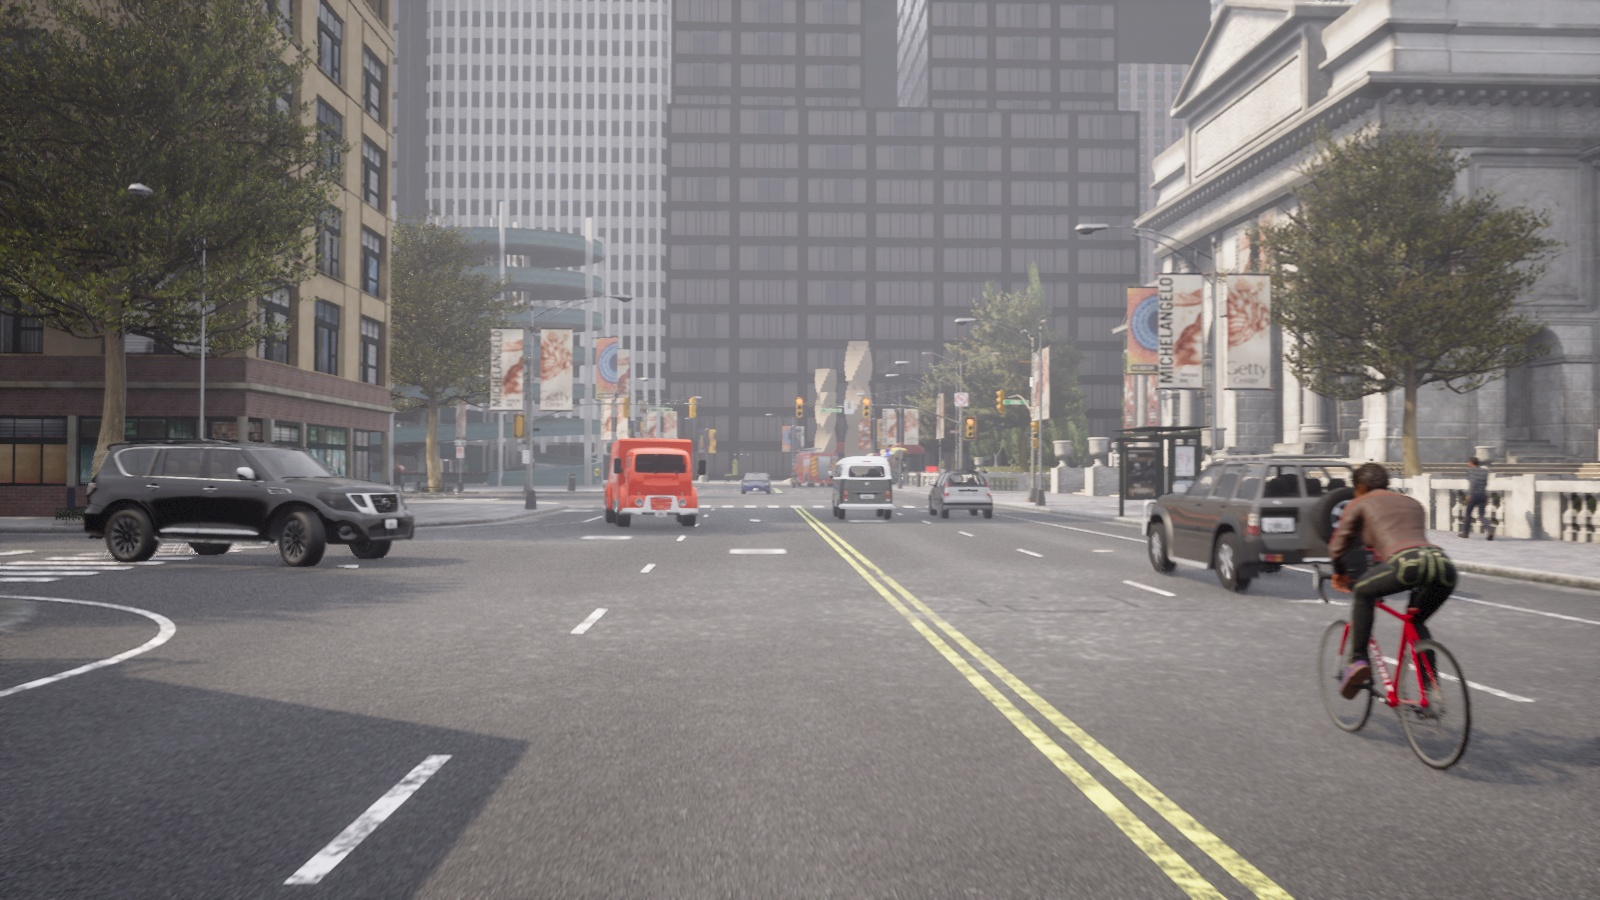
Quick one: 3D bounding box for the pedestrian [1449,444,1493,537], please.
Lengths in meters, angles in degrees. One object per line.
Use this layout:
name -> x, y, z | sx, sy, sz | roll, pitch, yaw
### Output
pedestrian -> 14.203, 0.850, 26.603 | 0.423, 1.949, 0.788 | 0, -1, -7

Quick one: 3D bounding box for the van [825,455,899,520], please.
van -> 2.016, 1.233, 42.000 | 2.069, 2.038, 4.480 | 0, -1, -2

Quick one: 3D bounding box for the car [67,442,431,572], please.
car -> -9.360, 0.937, 21.433 | 5.566, 2.045, 2.150 | -1, -1, 16

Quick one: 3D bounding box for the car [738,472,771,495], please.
car -> -3.041, 2.248, 84.660 | 2.163, 1.488, 4.792 | 0, -1, -2

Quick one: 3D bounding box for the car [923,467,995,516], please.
car -> 5.462, 1.416, 43.552 | 1.851, 1.617, 3.988 | 0, -1, -2

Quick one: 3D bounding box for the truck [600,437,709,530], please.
truck -> -4.298, 0.954, 36.204 | 2.627, 2.467, 5.204 | 1, -1, -12

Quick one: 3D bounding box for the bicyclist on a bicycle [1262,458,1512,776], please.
bicyclist on a bicycle -> 3.312, 0.874, 7.264 | 0.582, 1.620, 1.656 | 0, -1, -3

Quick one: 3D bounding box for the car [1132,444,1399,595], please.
car -> 6.396, 0.901, 17.910 | 1.932, 1.855, 4.605 | 0, -1, -2
